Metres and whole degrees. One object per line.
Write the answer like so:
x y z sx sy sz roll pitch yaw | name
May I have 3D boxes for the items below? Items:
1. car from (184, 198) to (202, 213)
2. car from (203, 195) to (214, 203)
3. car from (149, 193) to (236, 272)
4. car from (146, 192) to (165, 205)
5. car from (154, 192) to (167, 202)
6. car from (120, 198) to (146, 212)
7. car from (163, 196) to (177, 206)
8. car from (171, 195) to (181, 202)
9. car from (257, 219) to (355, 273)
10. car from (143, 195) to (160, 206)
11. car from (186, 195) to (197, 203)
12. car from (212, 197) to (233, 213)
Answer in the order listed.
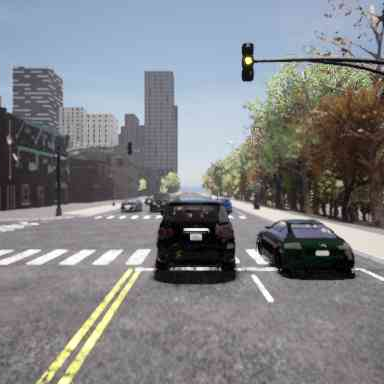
0.095 1.424 36.677 1.812 1.442 4.674 0 0 0 | car
3.238 1.361 66.154 2.033 1.411 5.357 0 0 0 | car
0.099 1.193 10.876 2.150 2.045 5.566 0 0 0 | car
-3.356 1.121 36.842 2.150 2.045 5.566 0 0 1 | car
-6.510 1.025 68.432 2.150 2.045 5.566 0 0 0 | car
-6.595 1.391 36.521 2.128 1.511 4.902 0 0 0 | car
-3.326 1.334 51.101 1.882 1.535 5.008 0 0 0 | car
-3.260 1.307 68.178 1.837 1.490 4.892 0 0 0 | car
3.350 1.536 10.561 1.994 1.385 4.181 0 0 0 | car
-6.556 1.342 53.818 2.128 1.511 4.902 0 0 0 | car
-0.011 1.306 66.257 2.128 1.511 4.902 0 0 0 | car
3.345 1.375 37.204 1.882 1.535 5.008 0 0 0 | car
